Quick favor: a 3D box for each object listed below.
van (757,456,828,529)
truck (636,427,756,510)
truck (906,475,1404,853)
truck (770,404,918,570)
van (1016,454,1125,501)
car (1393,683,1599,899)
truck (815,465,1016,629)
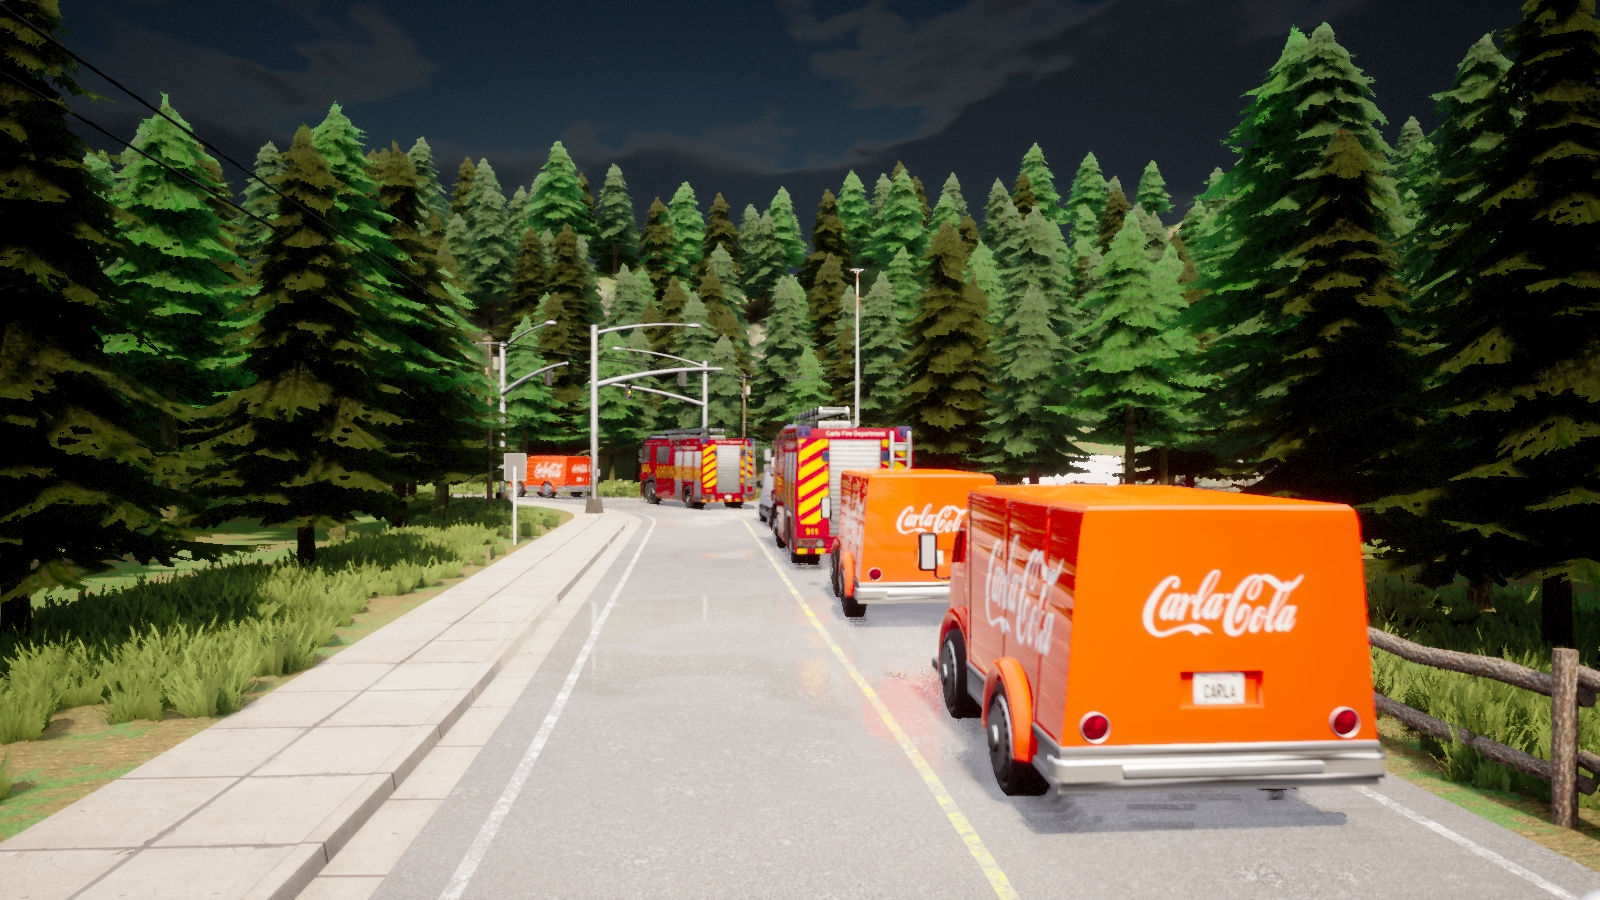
[{"bbox_3d":[-0.374,1.506,43.187,1.988,2.561,5.915,0,0,-7],"label":"van"},{"bbox_3d":[-5.371,0.875,57.273,2.891,3.827,8.468,0,0,-28],"label":"truck"},{"bbox_3d":[2.749,1.536,10.581,2.627,2.467,5.204,0,0,-5],"label":"truck"},{"bbox_3d":[0.916,0.863,30.718,2.891,3.827,8.468,0,0,-5],"label":"truck"},{"bbox_3d":[15.251,1.533,64.749,5.915,2.561,1.988,0,0,11],"label":"van"},{"bbox_3d":[3.395,1.828,2.160,1.932,1.855,4.605,0,0,-4],"label":"car"},{"bbox_3d":[1.850,1.542,20.446,2.627,2.467,5.204,0,0,-5],"label":"truck"}]
